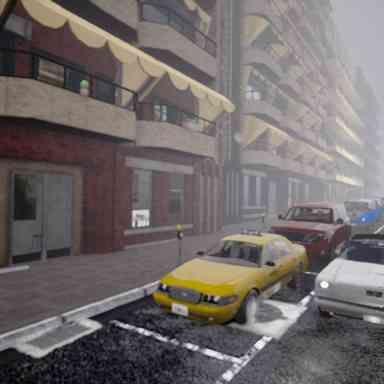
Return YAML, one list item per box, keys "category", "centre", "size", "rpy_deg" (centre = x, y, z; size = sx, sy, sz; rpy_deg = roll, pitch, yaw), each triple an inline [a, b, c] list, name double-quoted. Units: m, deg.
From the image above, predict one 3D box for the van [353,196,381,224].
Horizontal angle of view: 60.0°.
- category: "van"
  centre: [10.602, 1.359, 21.081]
  size: [1.690, 1.788, 3.998]
  rpy_deg: [2, 1, 34]

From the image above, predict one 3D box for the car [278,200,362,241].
- category: "car"
  centre: [4.383, 1.324, 11.936]
  size: [2.192, 1.841, 5.009]
  rpy_deg: [2, 1, 34]

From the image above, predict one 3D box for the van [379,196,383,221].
- category: "van"
  centre: [13.713, 1.368, 25.655]
  size: [1.690, 1.788, 3.998]
  rpy_deg: [2, 1, 34]

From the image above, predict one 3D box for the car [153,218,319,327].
- category: "car"
  centre: [1.172, 1.531, 7.225]
  size: [1.752, 1.417, 4.829]
  rpy_deg: [2, 1, 34]

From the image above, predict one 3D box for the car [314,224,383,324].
- category: "car"
  centre: [3.974, 1.605, 6.819]
  size: [1.895, 1.301, 4.718]
  rpy_deg: [0, 0, 34]
